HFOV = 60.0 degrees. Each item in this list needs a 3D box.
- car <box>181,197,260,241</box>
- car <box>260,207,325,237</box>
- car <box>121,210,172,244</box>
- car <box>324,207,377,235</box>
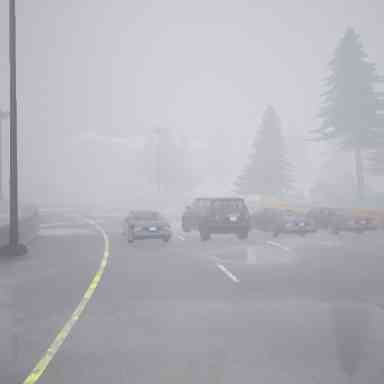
[{"bbox_3d":[1.055,1.249,16.991,2.150,2.045,5.566,0,0,-16],"label":"car"},{"bbox_3d":[4.427,1.548,17.928,2.033,1.411,5.357,0,0,-16],"label":"car"},{"bbox_3d":[-2.300,1.558,15.999,2.033,1.411,5.357,0,0,-16],"label":"car"},{"bbox_3d":[7.791,1.536,18.893,2.033,1.411,5.357,0,0,-16],"label":"car"}]
